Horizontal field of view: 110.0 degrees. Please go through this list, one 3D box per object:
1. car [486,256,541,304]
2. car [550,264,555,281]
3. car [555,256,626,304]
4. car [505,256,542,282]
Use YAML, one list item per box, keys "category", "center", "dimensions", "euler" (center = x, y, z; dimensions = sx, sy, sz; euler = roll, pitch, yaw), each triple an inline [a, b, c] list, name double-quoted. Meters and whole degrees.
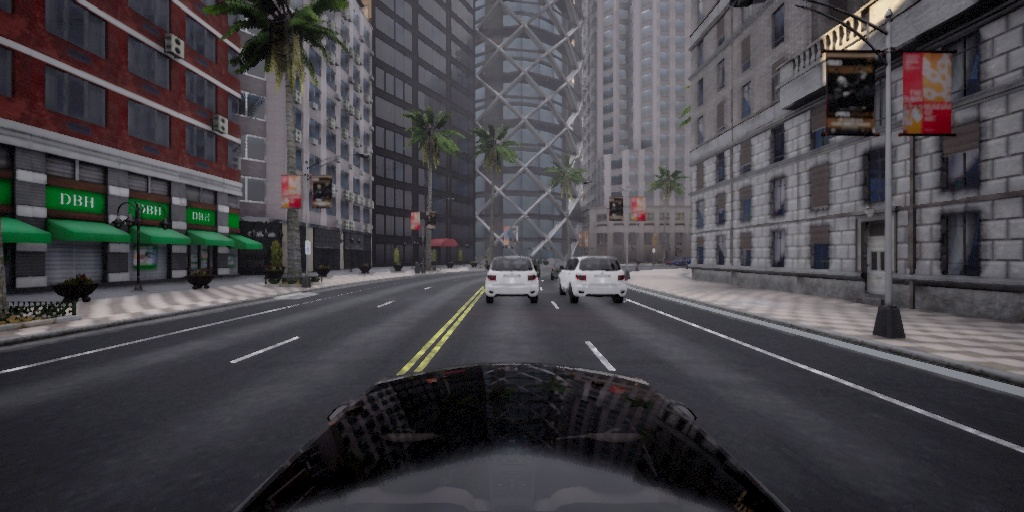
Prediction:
- category: "car"
  center: [0.000, 1.008, 16.530]
  dimensions: [2.150, 2.045, 5.566]
  euler: [0, 0, 0]
- category: "car"
  center: [4.498, 1.116, 30.227]
  dimensions: [2.097, 1.767, 4.553]
  euler: [0, 0, 13]
- category: "car"
  center: [3.500, 1.008, 16.530]
  dimensions: [2.150, 2.045, 5.566]
  euler: [0, 0, 0]
- category: "car"
  center: [1.098, 1.008, 31.059]
  dimensions: [2.150, 2.045, 5.566]
  euler: [0, 0, 13]
